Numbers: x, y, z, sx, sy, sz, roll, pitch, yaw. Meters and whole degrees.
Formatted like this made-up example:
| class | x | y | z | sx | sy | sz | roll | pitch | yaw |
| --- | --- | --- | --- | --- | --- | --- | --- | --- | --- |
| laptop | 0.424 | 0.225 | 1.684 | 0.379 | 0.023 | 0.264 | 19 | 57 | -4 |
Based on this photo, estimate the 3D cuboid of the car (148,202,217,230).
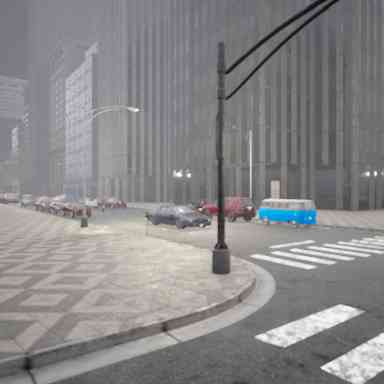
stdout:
| class | x | y | z | sx | sy | sz | roll | pitch | yaw |
| --- | --- | --- | --- | --- | --- | --- | --- | --- | --- |
| car | -0.998 | 1.584 | 21.757 | 2.033 | 1.411 | 5.357 | 0 | 0 | -36 |

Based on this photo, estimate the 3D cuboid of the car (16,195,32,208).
| class | x | y | z | sx | sy | sz | roll | pitch | yaw |
| --- | --- | --- | --- | --- | --- | --- | --- | --- | --- |
| car | -24.019 | 1.563 | 48.854 | 2.008 | 1.369 | 4.403 | 0 | 0 | -36 |

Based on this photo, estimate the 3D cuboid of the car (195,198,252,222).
| class | x | y | z | sx | sy | sz | roll | pitch | yaw |
| --- | --- | --- | --- | --- | --- | --- | --- | --- | --- |
| car | 2.864 | 1.353 | 26.568 | 2.192 | 1.841 | 5.009 | 0 | 0 | -36 |

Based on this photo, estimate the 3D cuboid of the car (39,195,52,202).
| class | x | y | z | sx | sy | sz | roll | pitch | yaw |
| --- | --- | --- | --- | --- | --- | --- | --- | --- | --- |
| car | -33.900 | 1.483 | 76.796 | 1.752 | 1.417 | 4.829 | 1 | 0 | -35 |

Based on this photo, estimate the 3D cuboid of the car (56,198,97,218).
| class | x | y | z | sx | sy | sz | roll | pitch | yaw |
| --- | --- | --- | --- | --- | --- | --- | --- | --- | --- |
| car | -10.694 | 1.572 | 30.653 | 1.887 | 1.381 | 4.507 | 0 | 0 | -36 |

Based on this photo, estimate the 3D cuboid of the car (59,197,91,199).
| class | x | y | z | sx | sy | sz | roll | pitch | yaw |
| --- | --- | --- | --- | --- | --- | --- | --- | --- | --- |
| car | -13.915 | 1.587 | 39.442 | 1.994 | 1.385 | 4.181 | 0 | 0 | -36 |

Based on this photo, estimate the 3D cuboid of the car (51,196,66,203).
| class | x | y | z | sx | sy | sz | roll | pitch | yaw |
| --- | --- | --- | --- | --- | --- | --- | --- | --- | --- |
| car | -27.222 | 1.512 | 67.664 | 1.752 | 1.417 | 4.829 | 0 | 0 | -36 |

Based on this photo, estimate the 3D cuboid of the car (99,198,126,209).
| class | x | y | z | sx | sy | sz | roll | pitch | yaw |
| --- | --- | --- | --- | --- | --- | --- | --- | --- | --- |
| car | -10.462 | 1.465 | 44.770 | 1.967 | 1.590 | 4.097 | 0 | 0 | -36 |

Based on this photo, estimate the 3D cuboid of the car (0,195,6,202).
| class | x | y | z | sx | sy | sz | roll | pitch | yaw |
| --- | --- | --- | --- | --- | --- | --- | --- | --- | --- |
| car | -43.884 | 1.466 | 75.987 | 1.752 | 1.417 | 4.829 | 1 | 0 | -35 |

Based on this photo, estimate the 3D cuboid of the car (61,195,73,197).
| class | x | y | z | sx | sy | sz | roll | pitch | yaw |
| --- | --- | --- | --- | --- | --- | --- | --- | --- | --- |
| car | -20.349 | 1.577 | 53.435 | 1.994 | 1.385 | 4.181 | 0 | 0 | -36 |

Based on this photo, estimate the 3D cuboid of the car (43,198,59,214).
| class | x | y | z | sx | sy | sz | roll | pitch | yaw |
| --- | --- | --- | --- | --- | --- | --- | --- | --- | --- |
| car | -14.025 | 1.606 | 35.203 | 1.802 | 1.307 | 4.206 | 0 | 0 | -36 |

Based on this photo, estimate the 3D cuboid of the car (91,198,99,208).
| class | x | y | z | sx | sy | sz | roll | pitch | yaw |
| --- | --- | --- | --- | --- | --- | --- | --- | --- | --- |
| car | -14.336 | 1.548 | 45.309 | 1.812 | 1.442 | 4.674 | 0 | 0 | -36 |

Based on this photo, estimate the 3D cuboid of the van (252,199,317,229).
| class | x | y | z | sx | sy | sz | roll | pitch | yaw |
| --- | --- | --- | --- | --- | --- | --- | --- | --- | --- |
| van | 6.196 | 1.380 | 22.016 | 1.690 | 1.788 | 3.998 | 0 | 0 | -36 |

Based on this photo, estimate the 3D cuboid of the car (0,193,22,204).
| class | x | y | z | sx | sy | sz | roll | pitch | yaw |
| --- | --- | --- | --- | --- | --- | --- | --- | --- | --- |
| car | -34.012 | 1.299 | 62.506 | 2.192 | 1.841 | 5.009 | 0 | 0 | -36 |

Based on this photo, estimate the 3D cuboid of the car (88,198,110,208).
| class | x | y | z | sx | sy | sz | roll | pitch | yaw |
| --- | --- | --- | --- | --- | --- | --- | --- | --- | --- |
| car | -13.795 | 1.603 | 49.322 | 1.802 | 1.307 | 4.206 | 0 | 0 | -36 |

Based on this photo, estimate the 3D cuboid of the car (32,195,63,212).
| class | x | y | z | sx | sy | sz | roll | pitch | yaw |
| --- | --- | --- | --- | --- | --- | --- | --- | --- | --- |
| car | -17.357 | 1.461 | 39.754 | 1.967 | 1.590 | 4.097 | 0 | 0 | -36 |

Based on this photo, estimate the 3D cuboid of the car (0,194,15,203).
| class | x | y | z | sx | sy | sz | roll | pitch | yaw |
| --- | --- | --- | --- | --- | --- | --- | --- | --- | --- |
| car | -37.344 | 1.286 | 67.057 | 2.192 | 1.841 | 5.009 | 0 | 0 | -36 |
